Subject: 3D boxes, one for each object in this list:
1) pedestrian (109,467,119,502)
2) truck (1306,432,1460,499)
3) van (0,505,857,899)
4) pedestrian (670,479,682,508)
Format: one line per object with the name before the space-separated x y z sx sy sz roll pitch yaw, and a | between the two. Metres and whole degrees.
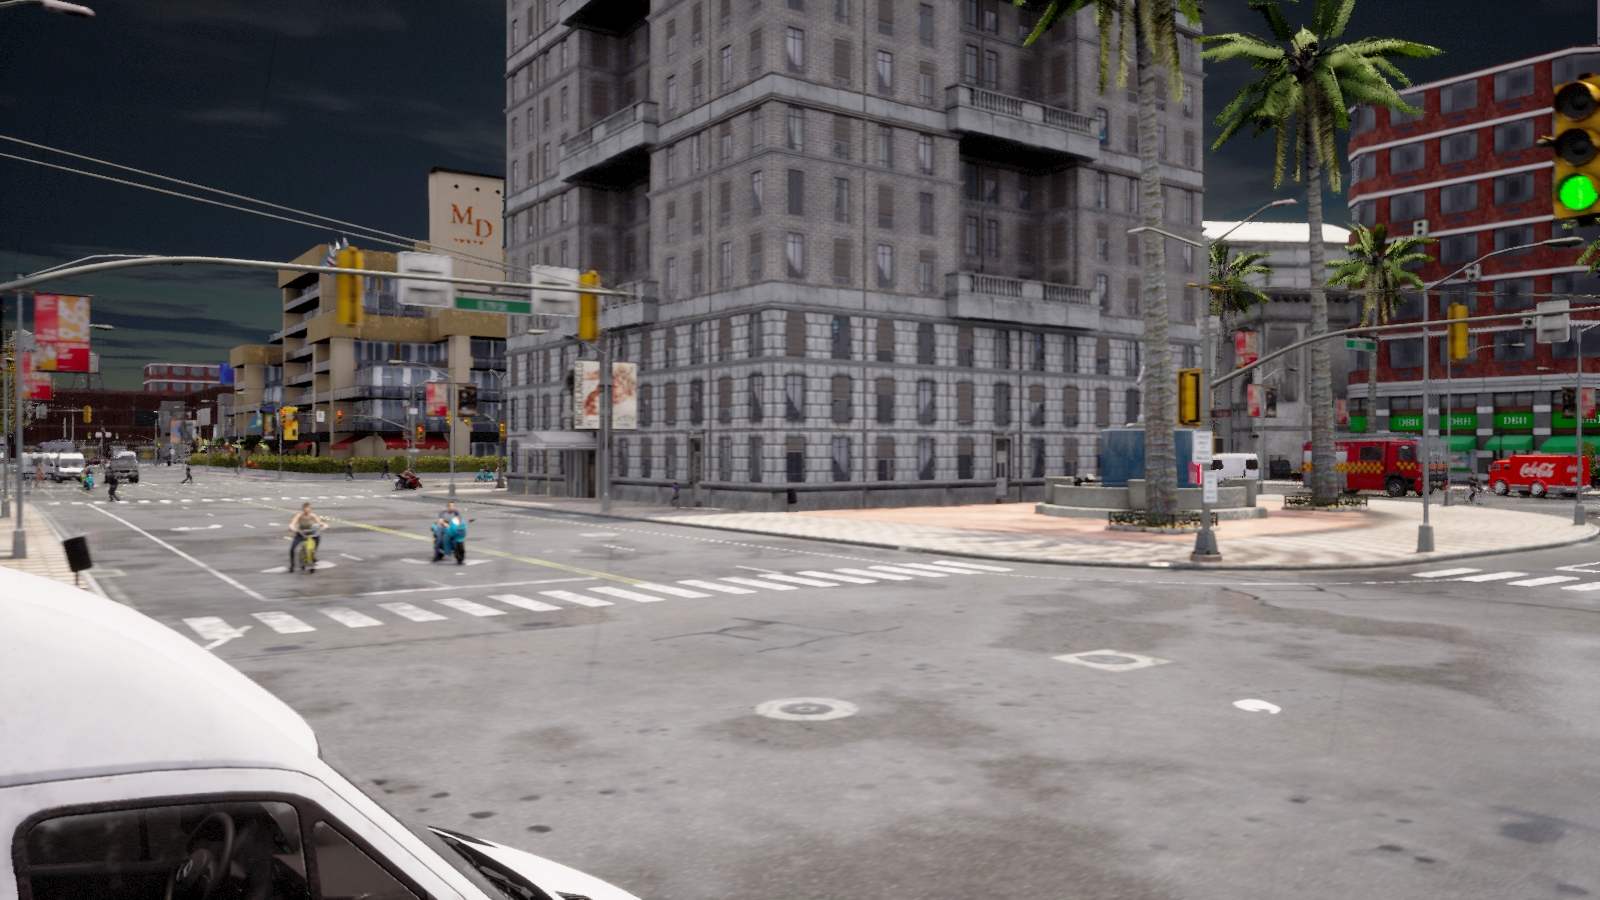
pedestrian | -36.508 1.848 60.827 0.375 1.860 0.375 0 0 42
truck | 35.537 0.886 70.084 2.891 3.827 8.468 0 0 -25
van | -2.668 1.534 2.540 5.915 2.561 1.988 0 0 -42
pedestrian | -5.611 1.975 51.650 0.375 1.300 0.375 0 0 -43
